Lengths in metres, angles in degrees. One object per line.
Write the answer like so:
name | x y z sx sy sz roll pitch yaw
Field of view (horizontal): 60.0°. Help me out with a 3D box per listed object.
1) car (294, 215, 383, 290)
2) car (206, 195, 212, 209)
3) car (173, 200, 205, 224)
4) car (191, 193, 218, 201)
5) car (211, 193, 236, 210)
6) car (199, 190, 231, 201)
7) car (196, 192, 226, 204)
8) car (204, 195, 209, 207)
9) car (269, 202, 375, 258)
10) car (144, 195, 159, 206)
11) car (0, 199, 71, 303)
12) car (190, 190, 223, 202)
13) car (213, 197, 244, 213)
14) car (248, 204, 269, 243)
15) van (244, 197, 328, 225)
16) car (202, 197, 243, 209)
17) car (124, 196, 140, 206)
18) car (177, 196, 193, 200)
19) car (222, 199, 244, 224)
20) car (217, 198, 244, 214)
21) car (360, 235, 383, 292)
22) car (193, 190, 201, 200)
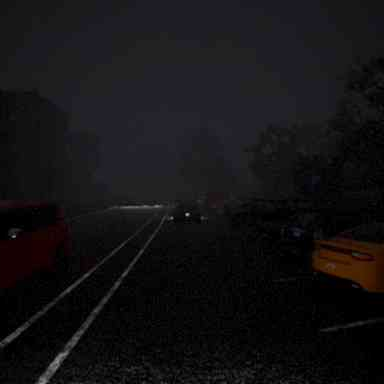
car | 5.259 1.462 7.968 5.008 1.535 2.097 1 0 -21
car | 4.448 1.420 34.694 5.008 1.535 2.097 1 0 -23
car | -0.386 1.515 24.708 1.994 1.385 4.181 0 0 -2
car | 2.421 0.897 64.355 4.892 1.521 2.231 0 1 -25
car | 4.620 1.300 31.732 4.553 1.767 2.185 1 0 -23
car | 4.172 1.138 40.646 5.566 2.045 2.435 0 0 -23
car | 3.188 1.006 55.480 4.553 1.767 2.185 0 2 -25
car | 4.313 1.411 37.660 4.892 1.521 2.231 1 1 -23
car | 5.191 1.330 10.932 4.553 1.767 2.185 1 0 -21
car | -6.079 1.264 50.550 1.837 1.490 4.892 0 1 -4
car | -4.309 1.204 6.795 2.150 2.045 5.566 0 0 -1
car | 2.709 0.724 61.403 5.566 2.045 2.435 0 1 -25
car | 4.887 1.428 28.829 5.366 1.575 1.946 1 0 -22
car | 5.175 1.449 13.905 5.008 1.535 2.097 1 0 -21
van | 5.211 1.220 16.927 4.442 1.987 1.878 1 0 -22
car | 3.996 1.388 43.619 4.792 1.488 2.163 0 0 -24
car | -8.786 1.334 49.136 2.033 1.411 5.357 0 1 -4
car | -1.211 1.488 42.314 1.895 1.301 4.718 0 1 -3
car | 4.940 1.436 22.814 5.008 1.535 2.097 1 0 -22
car | 4.822 1.432 25.790 5.008 1.535 2.097 1 0 -22
car | 5.267 1.500 4.984 4.792 1.488 2.163 1 0 -21
car | 3.568 1.014 49.519 5.566 2.045 2.435 0 2 -24
